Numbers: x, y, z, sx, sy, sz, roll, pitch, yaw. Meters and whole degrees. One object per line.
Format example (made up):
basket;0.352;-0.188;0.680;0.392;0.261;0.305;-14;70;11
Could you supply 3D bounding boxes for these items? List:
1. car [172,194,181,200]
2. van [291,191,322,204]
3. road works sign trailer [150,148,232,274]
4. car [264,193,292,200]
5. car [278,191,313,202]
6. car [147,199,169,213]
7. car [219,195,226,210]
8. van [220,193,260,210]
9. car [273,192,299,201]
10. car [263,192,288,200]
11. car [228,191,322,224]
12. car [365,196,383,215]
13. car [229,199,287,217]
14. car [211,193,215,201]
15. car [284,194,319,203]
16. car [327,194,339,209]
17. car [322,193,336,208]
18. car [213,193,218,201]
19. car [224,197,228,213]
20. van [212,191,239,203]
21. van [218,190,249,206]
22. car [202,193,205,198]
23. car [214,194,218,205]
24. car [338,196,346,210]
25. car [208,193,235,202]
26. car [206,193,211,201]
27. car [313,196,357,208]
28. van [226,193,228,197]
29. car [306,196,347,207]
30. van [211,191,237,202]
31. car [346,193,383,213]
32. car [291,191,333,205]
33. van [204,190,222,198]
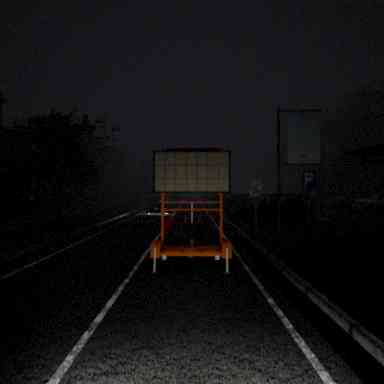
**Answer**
car;-3.422;0.990;74.426;1.895;1.301;4.718;0;1;0
van;18.763;0.912;54.726;4.442;1.987;1.878;0;1;0
road works sign trailer;0.002;0.431;10.494;2.380;3.560;2.880;0;0;2
car;18.400;0.915;71.379;5.366;1.575;1.946;0;1;0
car;18.655;0.813;60.275;5.566;2.045;2.435;0;1;0
car;-3.427;1.388;33.965;1.994;1.385;4.181;0;0;0
car;5.636;1.324;34.484;5.008;1.535;2.097;0;0;0
van;5.737;1.062;40.092;4.442;1.987;1.878;0;0;0
car;18.637;0.865;65.829;4.553;1.767;2.185;0;1;0
car;18.581;0.882;74.157;4.892;1.521;2.231;0;1;0
car;5.654;1.133;23.270;5.566;2.045;2.435;0;0;0
car;18.743;1.350;29.741;5.008;1.535;2.097;0;0;0
car;5.664;1.394;28.878;4.674;1.452;2.002;0;0;0
car;5.596;1.212;48.507;4.892;1.521;2.231;0;1;0
car;18.822;1.098;57.503;5.366;1.575;1.946;0;1;0
car;18.702;1.303;38.068;5.008;1.535;2.097;0;0;0
car;18.882;1.281;40.846;5.366;1.575;1.946;0;0;0
car;5.597;1.281;45.704;4.674;1.452;2.002;0;1;0
car;5.486;1.366;26.074;5.366;1.575;1.946;0;0;0
van;5.675;0.881;56.916;4.442;1.987;1.878;0;1;0
van;5.514;1.082;37.290;4.442;1.987;1.878;0;0;0
car;5.479;0.671;70.931;5.566;2.045;2.435;0;1;0
car;5.639;1.298;42.896;4.792;1.488;2.163;0;0;0
car;18.712;1.322;35.291;4.892;1.521;2.231;0;0;0
car;5.532;1.034;62.525;4.892;1.521;2.231;0;1;0
car;5.541;0.893;54.112;5.566;2.045;2.435;0;1;0
car;18.658;1.294;43.618;4.792;1.488;2.163;0;1;0
van;5.768;1.113;31.680;4.442;1.987;1.878;0;0;0
car;18.706;1.265;46.401;4.792;1.488;2.163;0;1;0
van;5.665;0.844;59.719;4.442;1.987;1.878;0;1;0
car;18.699;1.084;32.515;5.566;2.045;2.435;0;0;0
car;18.685;0.923;51.949;5.566;2.045;2.435;0;1;0
van;5.339;0.512;84.946;4.442;1.987;1.878;0;1;0
